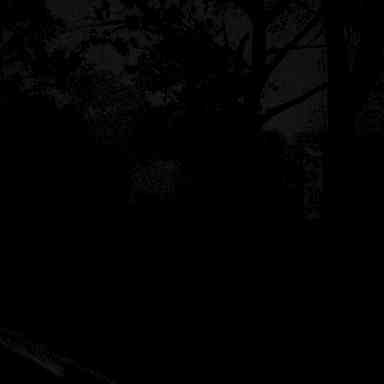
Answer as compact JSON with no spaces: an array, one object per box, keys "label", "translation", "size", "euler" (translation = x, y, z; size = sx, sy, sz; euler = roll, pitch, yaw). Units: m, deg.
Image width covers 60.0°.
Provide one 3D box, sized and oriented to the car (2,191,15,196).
[{"label":"car","translation":[-36.008,0.451,65.498],"size":[1.837,1.490,4.892],"euler":[-1,2,8]}]
